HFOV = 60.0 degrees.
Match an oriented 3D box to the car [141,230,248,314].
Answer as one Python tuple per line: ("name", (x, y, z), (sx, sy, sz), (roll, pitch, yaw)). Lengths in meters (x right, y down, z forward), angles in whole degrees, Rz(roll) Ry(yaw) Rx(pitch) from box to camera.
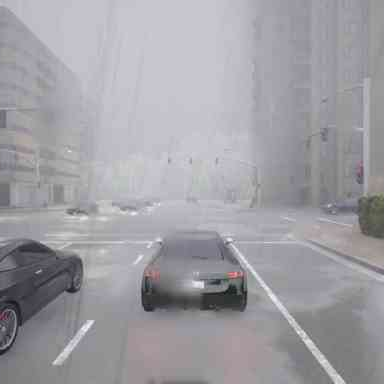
("car", (0.049, 1.564, 7.714), (1.994, 1.385, 4.181), (0, 0, 0))

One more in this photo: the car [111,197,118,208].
("car", (-10.697, 1.506, 49.385), (1.837, 1.490, 4.892), (0, 0, 0))

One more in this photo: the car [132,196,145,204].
("car", (-10.663, 1.525, 66.409), (1.812, 1.442, 4.674), (0, 0, 0))

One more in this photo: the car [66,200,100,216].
("car", (-10.669, 1.547, 32.983), (2.033, 1.411, 5.357), (0, 0, 0))

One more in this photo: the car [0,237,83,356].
("car", (-3.460, 1.526, 5.912), (1.812, 1.442, 4.674), (0, 0, 0))

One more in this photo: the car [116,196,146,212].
("car", (-7.181, 1.547, 39.522), (2.033, 1.411, 5.357), (0, 0, 0))

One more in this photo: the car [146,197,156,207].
("car", (-7.198, 1.505, 51.969), (1.837, 1.490, 4.892), (0, 0, 0))

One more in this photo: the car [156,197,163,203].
("car", (-7.146, 1.601, 69.069), (1.895, 1.301, 4.718), (0, 0, 0))

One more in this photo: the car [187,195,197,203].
("car", (-0.049, 1.352, 69.755), (2.097, 1.767, 4.553), (0, 0, 0))

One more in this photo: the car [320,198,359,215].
("car", (15.512, 1.352, 33.754), (4.553, 1.767, 2.097), (0, 0, 1))
